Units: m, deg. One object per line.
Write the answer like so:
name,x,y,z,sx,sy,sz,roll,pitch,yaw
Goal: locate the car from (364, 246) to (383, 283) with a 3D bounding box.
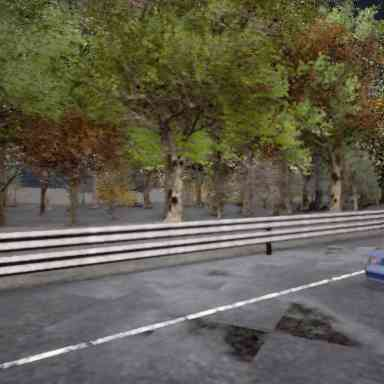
car,6.439,1.570,8.314,5.357,1.411,2.033,0,0,-35
